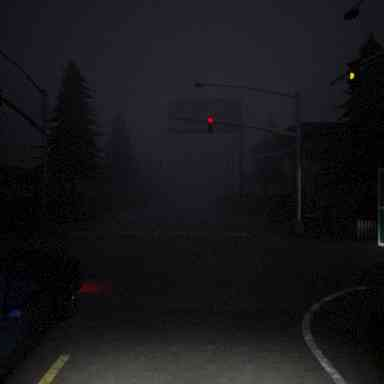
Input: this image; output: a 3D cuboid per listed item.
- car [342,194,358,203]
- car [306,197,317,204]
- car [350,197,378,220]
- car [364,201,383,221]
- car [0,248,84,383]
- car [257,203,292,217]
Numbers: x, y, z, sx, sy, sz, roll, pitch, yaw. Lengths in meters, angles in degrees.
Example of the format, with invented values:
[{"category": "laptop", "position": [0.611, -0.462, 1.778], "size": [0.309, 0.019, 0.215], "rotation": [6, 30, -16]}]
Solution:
[{"category": "car", "position": [34.996, 1.606, 71.738], "size": [2.007, 1.523, 4.514], "rotation": [0, 0, 0]}, {"category": "car", "position": [22.583, 1.656, 63.962], "size": [1.970, 1.475, 3.806], "rotation": [0, 0, 0]}, {"category": "car", "position": [14.400, 1.545, 24.906], "size": [3.866, 1.878, 1.905], "rotation": [0, 0, 0]}, {"category": "car", "position": [18.733, 1.721, 30.570], "size": [4.611, 1.667, 2.242], "rotation": [0, 0, 0]}, {"category": "car", "position": [-2.982, 1.577, 4.641], "size": [2.033, 1.411, 5.357], "rotation": [1, -1, -4]}, {"category": "car", "position": [8.861, 1.812, 34.376], "size": [4.181, 1.385, 1.994], "rotation": [0, 0, -21]}]
